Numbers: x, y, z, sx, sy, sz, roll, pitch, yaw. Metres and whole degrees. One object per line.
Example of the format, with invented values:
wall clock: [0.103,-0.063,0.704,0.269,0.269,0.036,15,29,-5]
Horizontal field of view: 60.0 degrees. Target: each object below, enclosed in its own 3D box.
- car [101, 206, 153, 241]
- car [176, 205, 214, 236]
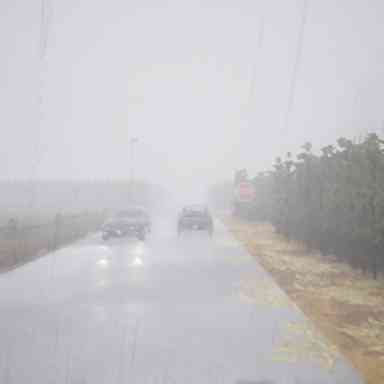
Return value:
car: [-3.083,1.482,16.582,1.837,1.490,4.892,0,0,1]
car: [0.153,1.464,18.313,2.128,1.511,4.902,0,0,0]
